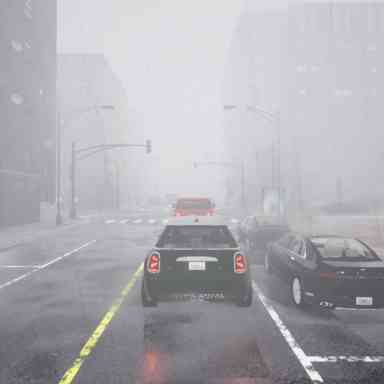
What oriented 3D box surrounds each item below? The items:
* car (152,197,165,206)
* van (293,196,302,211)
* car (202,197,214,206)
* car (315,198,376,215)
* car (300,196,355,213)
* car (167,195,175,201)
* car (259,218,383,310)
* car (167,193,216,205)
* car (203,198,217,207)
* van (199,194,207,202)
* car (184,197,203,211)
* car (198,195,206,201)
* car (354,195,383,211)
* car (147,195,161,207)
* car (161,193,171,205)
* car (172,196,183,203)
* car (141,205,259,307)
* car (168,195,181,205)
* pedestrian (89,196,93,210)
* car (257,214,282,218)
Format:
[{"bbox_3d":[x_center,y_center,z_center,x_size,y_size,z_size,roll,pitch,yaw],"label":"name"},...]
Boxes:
[{"bbox_3d":[-5.697,1.566,57.005,1.887,1.381,4.507,1,0,0],"label":"car"},{"bbox_3d":[13.752,1.296,38.220,3.998,1.788,1.690,0,0,0],"label":"van"},{"bbox_3d":[2.683,1.603,56.967,1.802,1.307,4.206,1,0,0],"label":"car"},{"bbox_3d":[13.694,1.413,29.838,4.206,1.307,1.802,0,0,0],"label":"car"},{"bbox_3d":[14.441,1.438,35.639,4.674,1.442,1.812,0,-1,0],"label":"car"},{"bbox_3d":[-5.708,1.603,90.431,1.947,1.339,4.313,1,0,0],"label":"car"},{"bbox_3d":[2.828,1.553,7.634,2.008,1.369,4.403,1,0,0],"label":"car"},{"bbox_3d":[0.082,1.228,17.601,2.150,2.045,5.566,0,0,0],"label":"car"},{"bbox_3d":[2.684,1.585,51.396,1.947,1.339,4.313,1,0,0],"label":"car"},{"bbox_3d":[2.678,1.373,79.253,1.690,1.788,3.998,1,0,0],"label":"van"},{"bbox_3d":[0.173,1.534,44.339,1.837,1.490,4.892,-3,1,-8],"label":"car"},{"bbox_3d":[2.672,1.582,90.394,1.887,1.381,4.507,1,0,0],"label":"car"},{"bbox_3d":[19.279,1.228,38.182,5.009,1.841,2.192,0,0,0],"label":"car"},{"bbox_3d":[-5.692,1.334,51.434,2.192,1.841,5.009,1,0,0],"label":"car"},{"bbox_3d":[-3.137,1.240,51.086,2.150,2.045,5.566,0,0,0],"label":"car"},{"bbox_3d":[-3.023,1.553,70.725,2.128,1.511,4.902,0,0,0],"label":"car"},{"bbox_3d":[0.098,1.354,8.130,2.097,1.767,4.553,0,0,0],"label":"car"},{"bbox_3d":[-3.088,1.375,60.655,2.097,1.767,4.553,0,0,0],"label":"car"},{"bbox_3d":[-12.542,1.348,41.356,0.375,1.860,0.375,0,0,0],"label":"pedestrian"},{"bbox_3d":[2.826,1.555,13.204,2.008,1.369,4.403,1,0,0],"label":"car"}]
